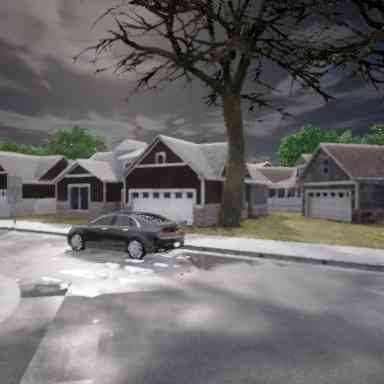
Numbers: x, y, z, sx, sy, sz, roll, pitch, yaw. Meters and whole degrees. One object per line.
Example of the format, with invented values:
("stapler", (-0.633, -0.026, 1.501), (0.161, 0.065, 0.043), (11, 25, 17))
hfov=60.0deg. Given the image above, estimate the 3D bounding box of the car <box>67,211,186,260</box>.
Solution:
("car", (-2.528, 1.477, 12.257), (4.892, 1.490, 1.837), (0, 0, 32))
